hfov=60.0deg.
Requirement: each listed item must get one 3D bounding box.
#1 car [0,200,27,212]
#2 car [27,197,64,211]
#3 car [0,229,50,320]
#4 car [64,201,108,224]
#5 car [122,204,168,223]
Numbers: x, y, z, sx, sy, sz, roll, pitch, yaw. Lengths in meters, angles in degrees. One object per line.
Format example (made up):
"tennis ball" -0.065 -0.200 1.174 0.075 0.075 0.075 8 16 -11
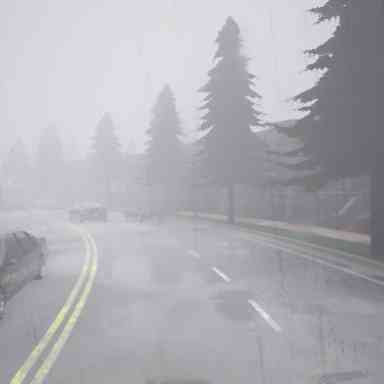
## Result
"car" -20.950 1.611 38.133 4.718 1.301 1.895 0 0 35
"car" -17.251 1.328 39.685 4.553 1.767 2.097 0 0 38
"car" -4.489 1.554 7.120 2.033 1.411 5.357 0 0 -11
"car" -7.869 1.440 24.876 1.882 1.535 5.008 0 1 -33
"car" -3.641 1.532 24.764 1.895 1.301 4.718 -1 0 -31
